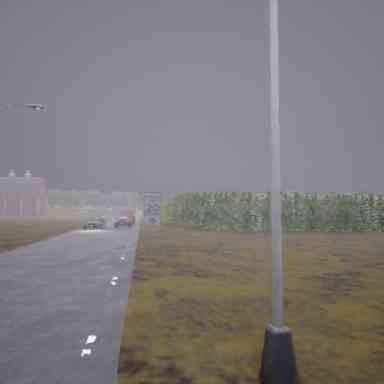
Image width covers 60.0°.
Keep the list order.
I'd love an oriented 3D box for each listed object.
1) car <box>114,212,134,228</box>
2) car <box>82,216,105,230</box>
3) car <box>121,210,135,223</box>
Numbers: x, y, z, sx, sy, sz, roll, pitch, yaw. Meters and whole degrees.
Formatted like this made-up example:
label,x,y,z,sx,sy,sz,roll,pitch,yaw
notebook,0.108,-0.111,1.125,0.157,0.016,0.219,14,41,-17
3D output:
label,x,y,z,sx,sy,sz,roll,pitch,yaw
car,-8.044,3.429,38.967,1.812,1.442,4.674,0,-3,-8
car,-10.434,3.295,35.565,1.994,1.385,4.181,0,-3,-8
car,-9.678,3.717,49.598,2.150,2.045,5.566,0,-3,-8
